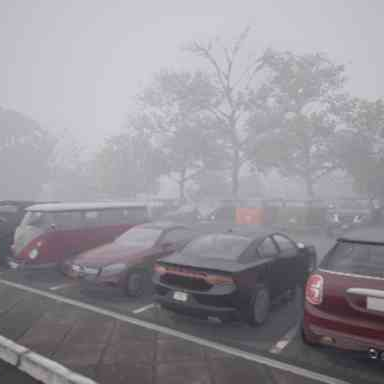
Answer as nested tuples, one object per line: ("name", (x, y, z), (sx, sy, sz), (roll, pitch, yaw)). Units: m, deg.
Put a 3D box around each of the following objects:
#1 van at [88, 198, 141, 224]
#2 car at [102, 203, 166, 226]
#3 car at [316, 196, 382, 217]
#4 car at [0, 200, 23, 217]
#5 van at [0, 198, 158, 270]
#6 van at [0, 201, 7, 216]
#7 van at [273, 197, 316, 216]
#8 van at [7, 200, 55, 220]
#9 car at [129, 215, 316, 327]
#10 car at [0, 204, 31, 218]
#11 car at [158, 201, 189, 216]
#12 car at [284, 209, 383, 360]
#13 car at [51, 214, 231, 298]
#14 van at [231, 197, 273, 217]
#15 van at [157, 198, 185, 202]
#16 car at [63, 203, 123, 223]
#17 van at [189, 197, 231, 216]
("van", (-6.724, 1.599, 29.263), (1.878, 1.987, 4.442), (-2, -1, 36))
("car", (-4.642, 1.755, 27.403), (1.946, 1.575, 5.366), (-2, -1, 36))
("car", (8.846, 1.258, 17.948), (2.435, 2.045, 5.566), (-1, 0, 36))
("car", (-24.794, 2.116, 42.078), (2.435, 2.045, 5.566), (-2, -1, 36))
("van", (-3.337, 1.332, 10.471), (1.878, 1.987, 4.442), (-1, 0, 36))
("van", (-27.093, 2.228, 43.832), (1.878, 1.987, 4.442), (-2, -1, 36))
("van", (6.677, 1.306, 19.677), (1.878, 1.987, 4.442), (-1, 0, 36))
("van", (-17.987, 1.933, 37.318), (1.878, 1.987, 4.442), (-2, -1, 36))
("car", (1.245, 1.513, 7.331), (2.097, 1.535, 5.008), (-1, 0, 36))
("car", (-22.661, 2.291, 40.291), (1.946, 1.575, 5.366), (-2, -1, 36))
("car", (-0.028, 1.624, 24.336), (2.097, 1.535, 5.008), (-2, -1, 36))
("car", (3.488, 1.366, 5.695), (2.185, 1.767, 4.553), (-1, 0, 36))
("car", (-1.008, 1.576, 8.952), (2.002, 1.452, 4.674), (-1, 0, 36))
("van", (4.525, 1.327, 21.216), (1.878, 1.987, 4.442), (-1, 0, 36))
("van", (-2.356, 1.465, 25.851), (1.878, 1.987, 4.442), (-2, -1, 36))
("car", (-9.044, 1.893, 30.771), (2.231, 1.521, 4.892), (-2, -1, 36))
("van", (2.029, 1.351, 22.715), (1.878, 1.987, 4.442), (-1, -1, 36))
